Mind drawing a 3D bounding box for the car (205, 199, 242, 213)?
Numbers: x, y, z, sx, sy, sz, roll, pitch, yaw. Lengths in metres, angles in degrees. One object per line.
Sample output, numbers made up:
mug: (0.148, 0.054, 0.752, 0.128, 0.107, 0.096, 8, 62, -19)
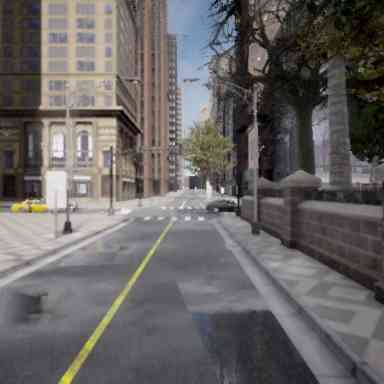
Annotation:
car: (3.820, 1.555, 35.052, 4.892, 1.490, 1.837, 1, 0, 0)

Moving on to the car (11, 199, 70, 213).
car: (-14.930, 1.370, 32.410, 4.829, 1.417, 1.752, 1, -1, 0)

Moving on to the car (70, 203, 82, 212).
car: (-14.083, 1.425, 35.166, 4.674, 1.442, 1.812, 2, 0, 0)
